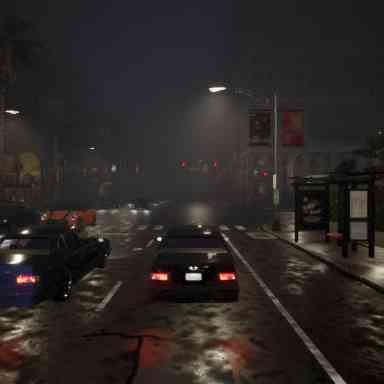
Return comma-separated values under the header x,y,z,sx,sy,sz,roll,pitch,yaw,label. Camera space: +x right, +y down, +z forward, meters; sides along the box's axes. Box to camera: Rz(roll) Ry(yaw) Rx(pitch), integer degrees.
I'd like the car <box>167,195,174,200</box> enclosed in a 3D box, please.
x,y,z,sx,sy,sz,roll,pitch,yaw,label
-6.408,1.525,92.935,2.128,1.511,4.902,0,0,12,car

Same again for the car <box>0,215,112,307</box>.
x,y,z,sx,sy,sz,roll,pitch,yaw,label
-3.475,1.547,8.215,2.033,1.411,5.357,0,0,0,car

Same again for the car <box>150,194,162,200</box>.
x,y,z,sx,sy,sz,roll,pitch,yaw,label
-10.013,1.478,92.801,1.882,1.535,5.008,0,0,9,car

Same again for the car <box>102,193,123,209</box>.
x,y,z,sx,sy,sz,roll,pitch,yaw,label
-10.922,1.222,45.537,2.150,2.045,5.566,0,0,0,car

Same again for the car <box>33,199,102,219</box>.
x,y,z,sx,sy,sz,roll,pitch,yaw,label
-7.228,1.352,19.879,2.097,1.767,4.553,0,0,0,car

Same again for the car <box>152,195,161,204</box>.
x,y,z,sx,sy,sz,roll,pitch,yaw,label
-7.514,1.505,63.465,1.837,1.490,4.892,0,0,0,car

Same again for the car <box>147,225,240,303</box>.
x,y,z,sx,sy,sz,roll,pitch,yaw,label
0.025,1.547,8.400,2.033,1.411,5.357,0,0,0,car

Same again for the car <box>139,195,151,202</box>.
x,y,z,sx,sy,sz,roll,pitch,yaw,label
-11.072,1.540,78.540,2.033,1.411,5.357,0,0,0,car

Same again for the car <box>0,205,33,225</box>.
x,y,z,sx,sy,sz,roll,pitch,yaw,label
-10.727,1.526,19.848,1.812,1.442,4.674,0,0,0,car

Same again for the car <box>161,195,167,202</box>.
x,y,z,sx,sy,sz,roll,pitch,yaw,label
-7.570,1.524,78.118,1.812,1.442,4.674,0,0,0,car

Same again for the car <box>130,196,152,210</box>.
x,y,z,sx,sy,sz,roll,pitch,yaw,label
-6.642,1.504,42.886,1.837,1.490,4.892,-1,0,-12,car
